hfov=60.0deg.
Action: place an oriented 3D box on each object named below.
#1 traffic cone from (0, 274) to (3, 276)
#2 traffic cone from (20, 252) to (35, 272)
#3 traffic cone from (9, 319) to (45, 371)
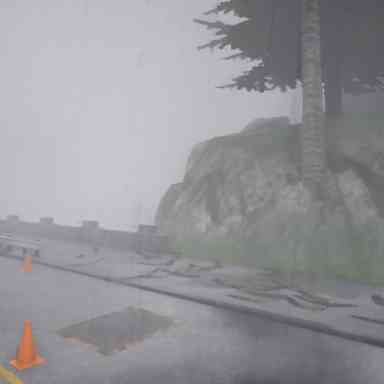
[{"bbox_3d":[-5.850,2.187,9.853,0.340,0.580,0.340,-1,-2,37],"label":"traffic cone"},{"bbox_3d":[-5.245,2.219,10.648,0.340,0.580,0.340,-1,-2,37],"label":"traffic cone"},{"bbox_3d":[-2.288,2.076,4.628,0.340,0.580,0.340,-1,-2,37],"label":"traffic cone"}]
